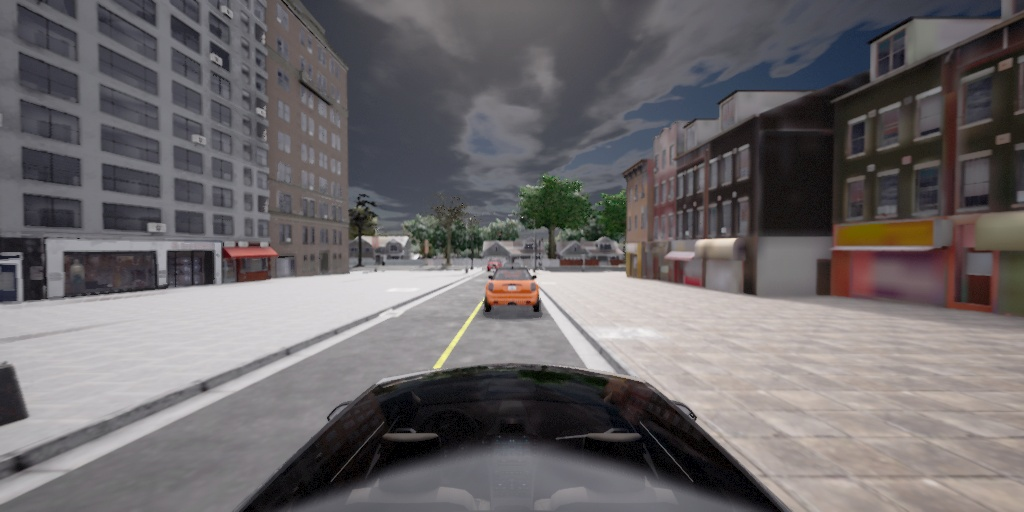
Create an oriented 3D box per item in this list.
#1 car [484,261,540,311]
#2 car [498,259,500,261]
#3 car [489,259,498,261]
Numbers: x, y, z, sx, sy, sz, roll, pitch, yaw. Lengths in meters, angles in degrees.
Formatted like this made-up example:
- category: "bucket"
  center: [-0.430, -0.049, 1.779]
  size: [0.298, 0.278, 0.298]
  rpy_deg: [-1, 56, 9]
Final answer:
- category: "car"
  center: [0.020, 1.216, 15.266]
  size: [2.097, 1.767, 4.553]
  rpy_deg: [0, -1, 0]
- category: "car"
  center: [0.023, 1.337, 30.272]
  size: [2.097, 1.767, 4.553]
  rpy_deg: [0, -1, 0]
- category: "car"
  center: [-2.738, 1.409, 56.490]
  size: [2.150, 2.045, 5.566]
  rpy_deg: [0, -1, 0]
